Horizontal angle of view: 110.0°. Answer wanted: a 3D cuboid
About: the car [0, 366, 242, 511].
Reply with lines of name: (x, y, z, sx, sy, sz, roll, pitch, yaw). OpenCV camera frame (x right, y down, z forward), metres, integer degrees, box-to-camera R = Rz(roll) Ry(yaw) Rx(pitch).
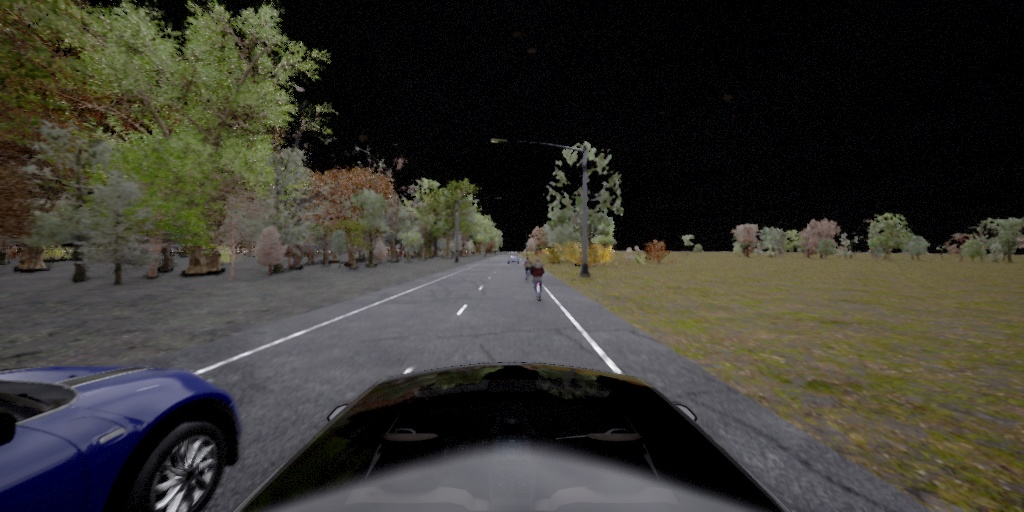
car: (-3.399, 1.113, 1.216, 2.097, 1.767, 4.553, 0, 1, 0)

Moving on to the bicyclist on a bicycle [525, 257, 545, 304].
bicyclist on a bicycle: (0.998, 0.944, 14.174, 0.659, 1.776, 1.843, 0, 1, 0)

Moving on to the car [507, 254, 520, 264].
car: (0.220, 0.518, 57.309, 2.033, 1.411, 5.357, 0, 1, 0)

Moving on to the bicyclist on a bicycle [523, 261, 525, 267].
bicyclist on a bicycle: (1.019, 0.903, 22.959, 0.582, 1.620, 1.656, 0, 0, 0)
